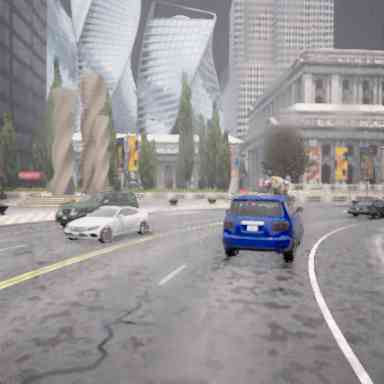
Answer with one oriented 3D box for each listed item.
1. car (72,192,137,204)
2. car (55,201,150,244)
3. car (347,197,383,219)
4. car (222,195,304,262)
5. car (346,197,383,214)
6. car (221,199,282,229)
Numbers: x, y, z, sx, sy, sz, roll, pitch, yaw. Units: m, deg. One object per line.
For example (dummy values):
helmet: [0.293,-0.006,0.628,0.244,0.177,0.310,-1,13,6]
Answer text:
car: [-5.370,0.995,19.798,2.150,2.045,5.566,0,0,28]
car: [-3.640,1.353,15.156,1.812,1.442,4.674,0,0,23]
car: [14.924,1.355,27.230,5.357,1.411,2.033,0,1,-34]
car: [2.741,1.115,12.116,2.150,2.045,5.566,0,1,22]
car: [17.759,1.260,32.687,4.902,1.511,2.128,0,0,-27]
car: [3.922,1.287,21.059,1.882,1.535,5.008,0,1,34]
